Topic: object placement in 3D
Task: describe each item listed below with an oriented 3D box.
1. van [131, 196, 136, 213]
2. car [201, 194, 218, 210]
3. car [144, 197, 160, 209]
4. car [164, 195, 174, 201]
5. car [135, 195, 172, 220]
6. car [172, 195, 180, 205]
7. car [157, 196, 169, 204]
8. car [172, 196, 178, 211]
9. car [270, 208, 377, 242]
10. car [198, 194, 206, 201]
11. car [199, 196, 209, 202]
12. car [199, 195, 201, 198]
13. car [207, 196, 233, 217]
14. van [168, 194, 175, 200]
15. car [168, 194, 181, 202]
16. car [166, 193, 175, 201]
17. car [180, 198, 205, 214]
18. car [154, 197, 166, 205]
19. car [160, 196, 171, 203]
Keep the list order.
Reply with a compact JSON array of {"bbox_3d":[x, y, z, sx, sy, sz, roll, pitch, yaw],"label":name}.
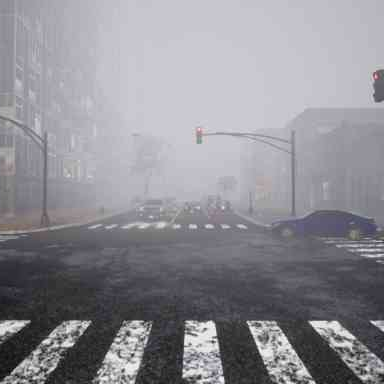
[{"bbox_3d":[-5.663,1.346,36.641,1.690,1.788,3.998,1,0,0],"label":"van"},{"bbox_3d":[2.719,1.320,42.351,2.192,1.841,5.009,1,0,0],"label":"car"},{"bbox_3d":[-5.663,1.530,47.819,1.752,1.417,4.829,1,0,0],"label":"car"},{"bbox_3d":[-5.654,1.557,82.033,2.008,1.369,4.403,1,0,0],"label":"car"},{"bbox_3d":[-3.125,1.356,28.149,2.097,1.767,4.553,0,0,1],"label":"car"},{"bbox_3d":[-3.082,1.531,47.641,1.812,1.442,4.674,0,0,0],"label":"car"},{"bbox_3d":[-5.659,1.572,65.011,1.947,1.339,4.313,1,0,0],"label":"car"},{"bbox_3d":[-3.090,1.552,37.622,2.033,1.411,5.357,0,0,0],"label":"car"},{"bbox_3d":[6.092,1.503,15.705,4.674,1.442,1.812,-1,-1,14],"label":"car"},{"bbox_3d":[2.729,1.446,87.743,1.967,1.590,4.097,1,0,0],"label":"car"},{"bbox_3d":[2.724,1.572,76.396,1.947,1.339,4.313,1,0,0],"label":"car"},{"bbox_3d":[2.725,1.321,65.048,2.192,1.841,5.009,1,0,0],"label":"car"},{"bbox_3d":[2.713,1.444,31.003,1.967,1.590,4.097,1,0,0],"label":"car"},{"bbox_3d":[-5.647,1.347,93.381,1.690,1.788,3.998,1,0,0],"label":"van"},{"bbox_3d":[-3.026,1.483,59.374,1.882,1.535,5.008,0,1,1],"label":"car"},{"bbox_3d":[-5.648,1.321,87.707,2.192,1.841,5.009,1,0,0],"label":"car"},{"bbox_3d":[0.073,1.605,35.278,1.895,1.301,4.718,0,0,1],"label":"car"},{"bbox_3d":[-5.661,1.587,59.337,1.802,1.307,4.206,1,0,0],"label":"car"},{"bbox_3d":[-5.658,1.572,70.685,1.947,1.339,4.313,1,0,0],"label":"car"}]
